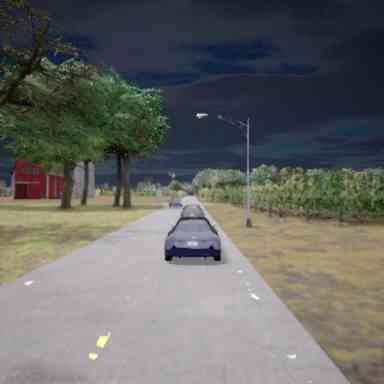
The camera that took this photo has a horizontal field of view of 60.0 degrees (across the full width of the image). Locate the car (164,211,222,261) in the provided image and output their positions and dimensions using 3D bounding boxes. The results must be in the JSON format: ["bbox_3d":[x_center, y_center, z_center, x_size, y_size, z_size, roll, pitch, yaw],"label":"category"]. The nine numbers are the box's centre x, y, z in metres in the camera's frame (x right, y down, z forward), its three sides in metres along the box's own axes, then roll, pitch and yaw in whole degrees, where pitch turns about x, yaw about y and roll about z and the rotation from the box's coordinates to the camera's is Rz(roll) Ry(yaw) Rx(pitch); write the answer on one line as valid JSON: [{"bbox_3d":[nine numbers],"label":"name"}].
[{"bbox_3d":[0.046,1.642,12.707,1.994,1.385,4.181,0,0,1],"label":"car"}]

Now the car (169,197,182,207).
[{"bbox_3d":[-2.785,1.670,56.473,2.097,1.767,4.553,0,0,1],"label":"car"}]

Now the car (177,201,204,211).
[{"bbox_3d":[0.051,1.730,27.827,1.994,1.385,4.181,0,0,1],"label":"car"}]
